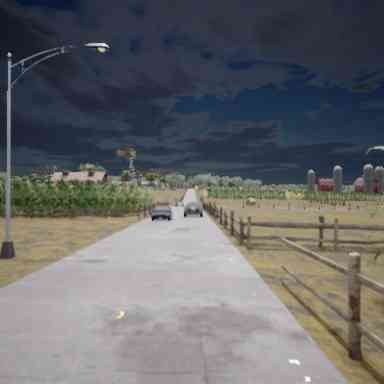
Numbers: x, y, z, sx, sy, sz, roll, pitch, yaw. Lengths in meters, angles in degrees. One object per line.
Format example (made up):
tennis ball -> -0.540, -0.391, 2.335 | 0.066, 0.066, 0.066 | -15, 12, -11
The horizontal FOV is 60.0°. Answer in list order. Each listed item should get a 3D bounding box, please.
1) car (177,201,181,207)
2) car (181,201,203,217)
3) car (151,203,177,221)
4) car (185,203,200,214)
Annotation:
car -> -2.645, 2.697, 73.425 | 2.128, 1.511, 4.902 | 0, -1, 0
car -> 0.144, 1.936, 38.135 | 2.097, 1.767, 4.553 | 0, -1, 0
car -> -2.804, 2.012, 32.160 | 2.033, 1.411, 5.357 | 0, -1, 0
car -> 0.133, 2.337, 47.904 | 2.033, 1.411, 5.357 | 0, -1, 0
